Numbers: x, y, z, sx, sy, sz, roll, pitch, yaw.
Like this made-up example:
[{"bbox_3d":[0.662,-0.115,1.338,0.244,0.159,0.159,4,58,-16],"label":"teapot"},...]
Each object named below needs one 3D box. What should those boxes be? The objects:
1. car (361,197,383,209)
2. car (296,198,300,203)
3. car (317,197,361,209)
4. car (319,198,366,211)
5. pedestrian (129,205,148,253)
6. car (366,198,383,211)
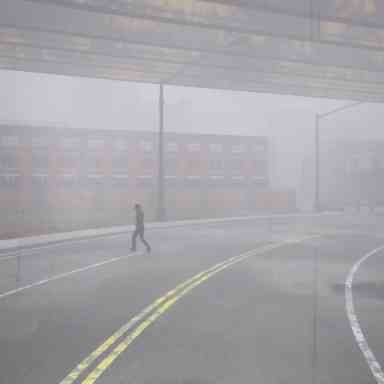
[{"bbox_3d":[21.400,1.295,39.219,1.853,1.218,4.536,0,0,15],"label":"car"},{"bbox_3d":[16.841,1.452,60.504,4.974,1.542,2.038,0,0,40],"label":"car"},{"bbox_3d":[17.837,1.295,40.464,1.853,1.218,4.536,0,0,-45],"label":"car"},{"bbox_3d":[17.874,1.452,40.427,2.038,1.542,4.974,0,0,-45],"label":"car"},{"bbox_3d":[-1.964,1.294,12.222,0.375,1.860,0.375,0,0,29],"label":"pedestrian"},{"bbox_3d":[21.386,1.452,39.169,2.038,1.542,4.974,0,0,15],"label":"car"}]
